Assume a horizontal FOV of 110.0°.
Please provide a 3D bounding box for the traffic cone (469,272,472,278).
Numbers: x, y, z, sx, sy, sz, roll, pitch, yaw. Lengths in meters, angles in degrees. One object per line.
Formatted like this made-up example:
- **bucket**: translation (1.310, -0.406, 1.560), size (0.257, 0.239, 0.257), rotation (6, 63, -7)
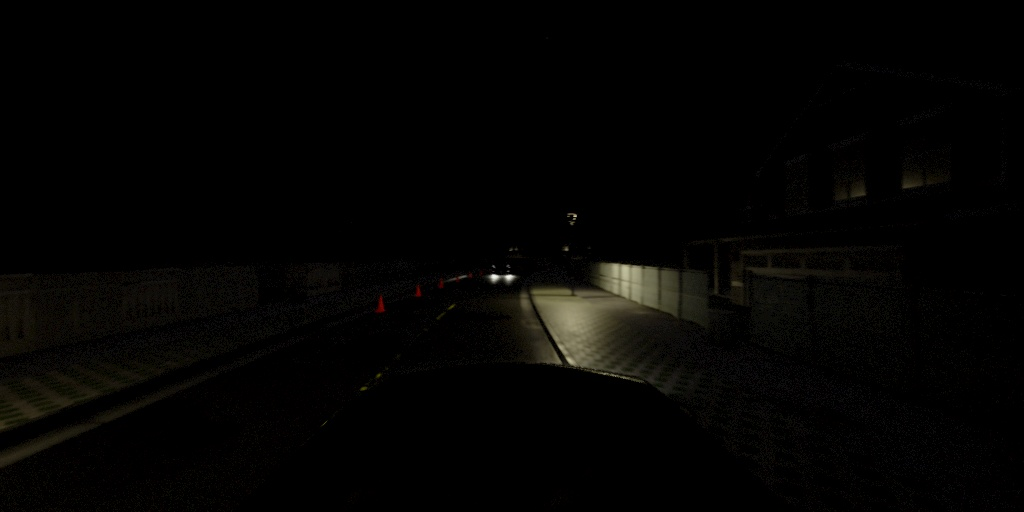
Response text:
- **traffic cone**: translation (-3.895, 1.751, 33.501), size (0.340, 0.580, 0.340), rotation (0, 0, 5)

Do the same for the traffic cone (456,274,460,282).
- **traffic cone**: translation (-4.317, 1.750, 28.459), size (0.340, 0.580, 0.340), rotation (0, 0, 4)

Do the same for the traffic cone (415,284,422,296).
- **traffic cone**: translation (-4.800, 1.749, 18.354), size (0.340, 0.580, 0.340), rotation (0, 0, 1)

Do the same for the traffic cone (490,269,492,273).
- **traffic cone**: translation (-2.573, 1.749, 43.621), size (0.340, 0.580, 0.340), rotation (0, 0, 10)

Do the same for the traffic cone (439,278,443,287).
- **traffic cone**: translation (-4.618, 1.750, 23.409), size (0.340, 0.580, 0.340), rotation (0, 0, 3)

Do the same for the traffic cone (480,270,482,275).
- **traffic cone**: translation (-3.351, 1.751, 38.542), size (0.340, 0.580, 0.340), rotation (0, 0, 7)

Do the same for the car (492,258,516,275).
- **car**: translation (-0.852, 1.123, 40.024), size (2.097, 1.767, 4.553), rotation (-1, 0, 9)

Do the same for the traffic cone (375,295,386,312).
- **traffic cone**: translation (-4.861, 1.748, 13.295), size (0.340, 0.580, 0.340), rotation (0, 0, 0)
